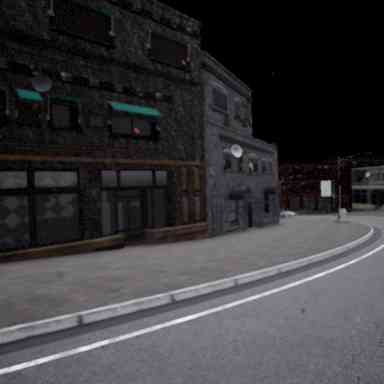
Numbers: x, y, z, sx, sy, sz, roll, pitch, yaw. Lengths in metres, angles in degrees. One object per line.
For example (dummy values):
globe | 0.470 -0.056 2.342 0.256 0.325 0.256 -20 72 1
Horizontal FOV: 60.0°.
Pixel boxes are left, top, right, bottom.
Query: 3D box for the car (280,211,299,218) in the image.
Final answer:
car | 19.473 4.524 66.578 1.812 1.442 4.674 -2 -3 -17
